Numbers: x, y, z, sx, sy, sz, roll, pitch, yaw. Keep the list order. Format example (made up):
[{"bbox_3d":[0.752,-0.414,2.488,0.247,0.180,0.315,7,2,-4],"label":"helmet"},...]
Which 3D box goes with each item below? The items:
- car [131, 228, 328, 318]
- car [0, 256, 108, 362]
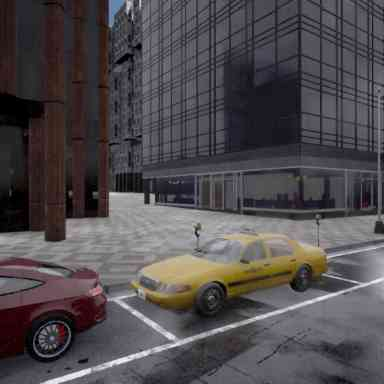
[{"bbox_3d":[1.063,1.525,7.387,4.829,1.417,1.752,0,0,-35],"label":"car"},{"bbox_3d":[-3.237,1.582,4.344,4.206,1.307,1.802,0,0,-35],"label":"car"}]
